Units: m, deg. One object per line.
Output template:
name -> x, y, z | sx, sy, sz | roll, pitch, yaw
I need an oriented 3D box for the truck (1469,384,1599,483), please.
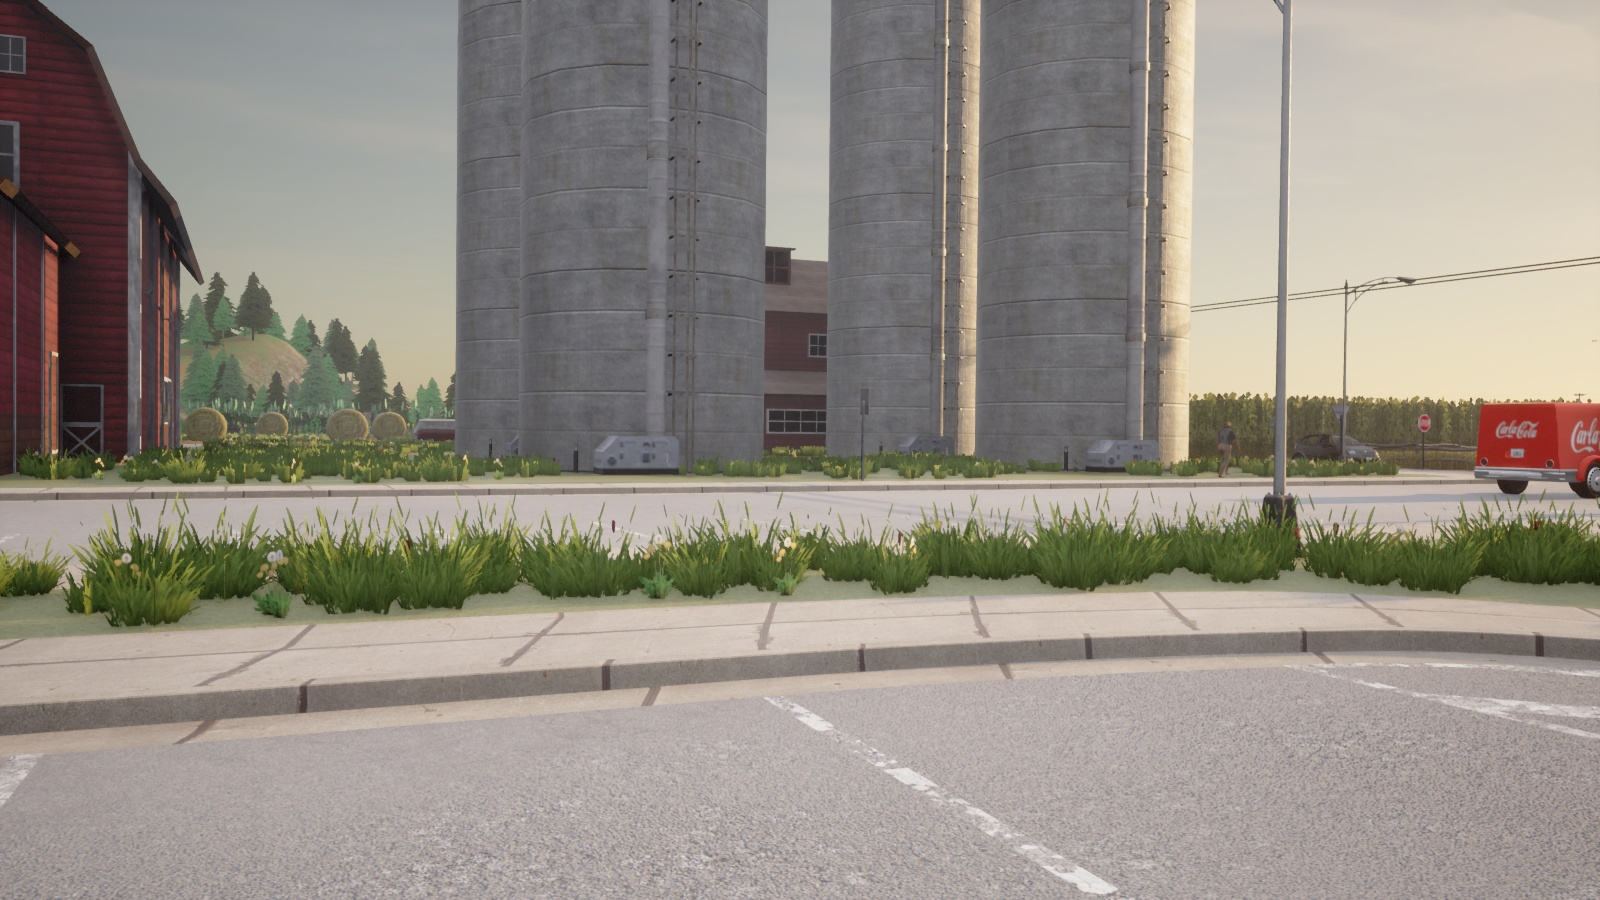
truck -> 20.823, -0.462, 33.488 | 5.204, 2.467, 2.627 | -1, 1, -24

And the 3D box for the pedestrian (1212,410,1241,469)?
pedestrian -> 13.329, -0.330, 39.269 | 0.694, 1.848, 0.540 | -1, 1, -30

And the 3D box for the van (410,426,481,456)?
van -> -24.287, -0.614, 86.079 | 4.442, 1.987, 1.775 | -1, 1, -24

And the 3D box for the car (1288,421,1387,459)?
car -> 23.730, -0.465, 55.623 | 1.851, 1.617, 3.988 | -1, 1, -18
